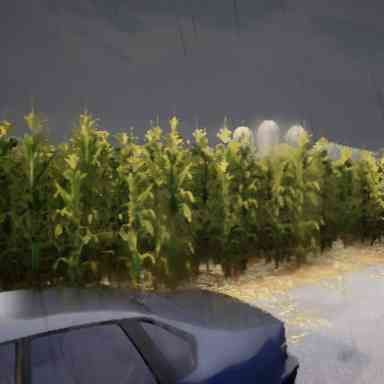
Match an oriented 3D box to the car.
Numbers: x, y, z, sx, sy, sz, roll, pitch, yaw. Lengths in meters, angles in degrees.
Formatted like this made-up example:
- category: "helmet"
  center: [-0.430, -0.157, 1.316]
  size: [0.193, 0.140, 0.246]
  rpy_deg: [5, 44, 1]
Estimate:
- category: "car"
  center: [-1.495, 1.551, 2.425]
  size: [5.357, 1.411, 2.033]
  rpy_deg: [-1, 0, -36]
